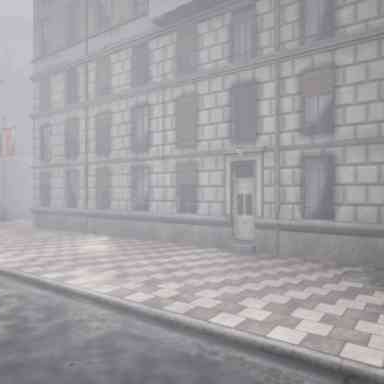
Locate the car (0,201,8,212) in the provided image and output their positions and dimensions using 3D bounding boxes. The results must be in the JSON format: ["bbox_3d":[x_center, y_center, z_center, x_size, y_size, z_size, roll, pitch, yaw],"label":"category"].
[{"bbox_3d":[-21.372,1.547,33.130,2.033,1.411,5.357,0,0,36],"label":"car"}]

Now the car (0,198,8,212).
[{"bbox_3d":[-23.261,1.492,36.458,2.128,1.511,4.902,0,0,36],"label":"car"}]
